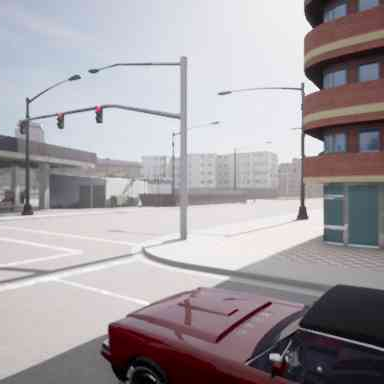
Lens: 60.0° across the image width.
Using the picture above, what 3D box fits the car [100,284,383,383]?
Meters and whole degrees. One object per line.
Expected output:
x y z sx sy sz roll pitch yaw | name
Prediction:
1.329 1.600 3.025 4.718 1.301 1.895 0 0 36 | car

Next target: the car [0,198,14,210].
-22.582 1.428 38.945 3.806 1.475 1.970 0 0 36 | car
